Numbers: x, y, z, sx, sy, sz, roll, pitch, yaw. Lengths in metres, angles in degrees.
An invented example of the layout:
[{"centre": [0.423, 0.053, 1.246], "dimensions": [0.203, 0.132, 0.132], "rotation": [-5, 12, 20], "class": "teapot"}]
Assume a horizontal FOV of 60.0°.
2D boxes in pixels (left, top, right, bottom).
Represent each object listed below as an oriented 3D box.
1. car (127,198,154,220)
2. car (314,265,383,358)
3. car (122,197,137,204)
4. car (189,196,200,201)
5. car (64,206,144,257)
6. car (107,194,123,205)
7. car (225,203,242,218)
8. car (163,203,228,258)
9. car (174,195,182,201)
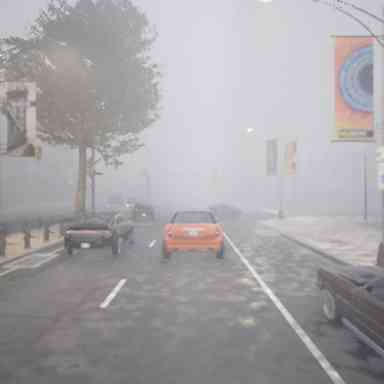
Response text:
[{"centre": [-4.450, 1.590, 29.252], "dimensions": [1.837, 1.490, 4.892], "rotation": [1, 0, -14], "class": "car"}, {"centre": [3.249, 1.607, 4.237], "dimensions": [1.895, 1.301, 4.718], "rotation": [0, 0, 0], "class": "car"}, {"centre": [-11.534, 1.678, 65.023], "dimensions": [2.128, 1.511, 4.902], "rotation": [0, 0, 0], "class": "car"}, {"centre": [0.643, 1.718, 90.181], "dimensions": [1.994, 1.385, 4.181], "rotation": [0, 0, 20], "class": "car"}, {"centre": [-3.441, 1.529, 13.217], "dimensions": [2.128, 1.511, 4.902], "rotation": [0, 0, 0], "class": "car"}, {"centre": [-15.018, 1.399, 65.510], "dimensions": [2.150, 2.045, 5.566], "rotation": [0, 1, 0], "class": "car"}, {"centre": [2.751, 1.646, 29.179], "dimensions": [1.994, 1.385, 4.181], "rotation": [0, 0, 34], "class": "car"}, {"centre": [0.059, 1.390, 13.125], "dimensions": [2.097, 1.767, 4.553], "rotation": [0, 0, 0], "class": "car"}, {"centre": [-3.928, 1.609, 90.151], "dimensions": [2.033, 1.411, 5.357], "rotation": [0, 0, -8], "class": "car"}]
